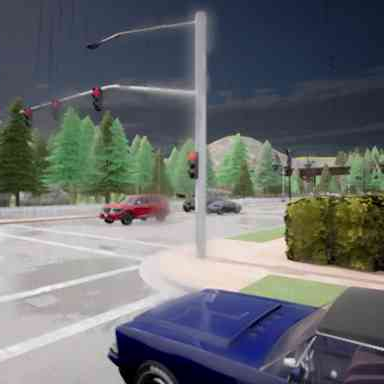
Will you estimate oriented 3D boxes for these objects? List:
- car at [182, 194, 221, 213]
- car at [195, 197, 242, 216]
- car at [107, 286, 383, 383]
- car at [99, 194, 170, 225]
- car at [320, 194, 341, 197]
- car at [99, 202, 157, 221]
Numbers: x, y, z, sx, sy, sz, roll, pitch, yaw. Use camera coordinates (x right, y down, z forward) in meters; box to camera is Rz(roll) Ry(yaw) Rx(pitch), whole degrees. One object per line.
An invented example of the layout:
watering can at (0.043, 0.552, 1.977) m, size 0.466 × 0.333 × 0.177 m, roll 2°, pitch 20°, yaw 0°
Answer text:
car at (1.316, 1.207, 36.586) m, size 2.150 × 2.045 × 5.566 m, roll 0°, pitch 0°, yaw 39°
car at (3.024, 1.534, 33.117) m, size 2.033 × 1.411 × 5.357 m, roll 0°, pitch 0°, yaw 38°
car at (1.432, 1.601, 2.943) m, size 4.718 × 1.301 × 1.895 m, roll 0°, pitch 0°, yaw 36°
car at (-3.997, 1.207, 24.248) m, size 2.150 × 2.045 × 5.566 m, roll 0°, pitch 0°, yaw 38°
car at (16.211, 1.214, 38.203) m, size 2.150 × 2.045 × 5.566 m, roll 0°, pitch 0°, yaw 38°
car at (-5.348, 1.584, 28.182) m, size 1.895 × 1.301 × 4.718 m, roll 0°, pitch 0°, yaw 38°
